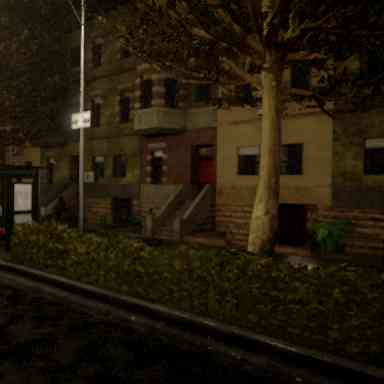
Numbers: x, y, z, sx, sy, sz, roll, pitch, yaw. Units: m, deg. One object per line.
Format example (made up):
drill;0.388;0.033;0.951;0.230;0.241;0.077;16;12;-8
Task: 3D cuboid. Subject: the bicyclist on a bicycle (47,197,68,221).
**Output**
bicyclist on a bicycle;-6.991;1.071;17.511;1.656;1.620;0.582;12;-5;31
